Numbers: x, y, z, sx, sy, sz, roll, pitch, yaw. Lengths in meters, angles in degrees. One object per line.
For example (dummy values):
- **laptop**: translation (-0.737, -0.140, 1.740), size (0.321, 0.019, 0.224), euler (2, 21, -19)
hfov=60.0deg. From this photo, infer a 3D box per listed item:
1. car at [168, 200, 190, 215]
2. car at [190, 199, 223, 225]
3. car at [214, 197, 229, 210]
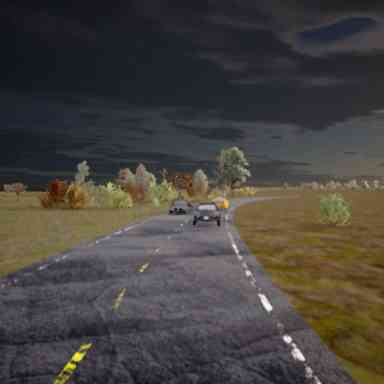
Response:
- **car**: translation (-1.046, 1.511, 32.883), size (1.994, 1.385, 4.181), euler (0, 0, 8)
- **car**: translation (1.132, 1.492, 23.703), size (1.812, 1.442, 4.674), euler (0, 0, 5)
- **car**: translation (3.498, 1.419, 41.634), size (1.882, 1.535, 5.008), euler (0, 0, 10)
